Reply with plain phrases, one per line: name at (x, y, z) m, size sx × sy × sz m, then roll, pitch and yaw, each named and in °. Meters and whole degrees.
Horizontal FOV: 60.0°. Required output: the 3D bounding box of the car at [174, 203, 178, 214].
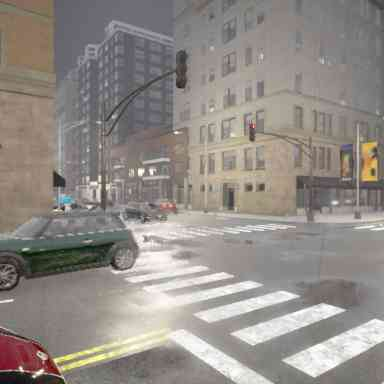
car at (-3.207, 1.428, 34.196) m, size 1.967 × 1.590 × 4.097 m, roll 0°, pitch 0°, yaw -35°

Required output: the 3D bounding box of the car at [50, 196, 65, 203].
car at (-28.333, 1.561, 69.863) m, size 1.947 × 1.339 × 4.313 m, roll 0°, pitch 0°, yaw -35°

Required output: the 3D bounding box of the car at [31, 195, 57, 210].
car at (-19.190, 1.268, 42.953) m, size 2.192 × 1.841 × 5.009 m, roll 0°, pitch 0°, yaw -35°

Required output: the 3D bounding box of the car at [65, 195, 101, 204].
car at (-12.366, 1.456, 37.675) m, size 2.128 × 1.511 × 4.902 m, roll 0°, pitch 0°, yaw -35°

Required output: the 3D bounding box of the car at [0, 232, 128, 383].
car at (-2.843, 1.352, 1.441) m, size 4.553 × 1.767 × 2.097 m, roll 0°, pitch 0°, yaw -36°

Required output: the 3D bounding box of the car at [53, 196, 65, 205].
car at (-16.051, 1.520, 38.494) m, size 1.947 × 1.339 × 4.313 m, roll 0°, pitch 0°, yaw -35°

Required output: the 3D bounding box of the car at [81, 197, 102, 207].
car at (-15.868, 1.508, 52.168) m, size 1.752 × 1.417 × 4.829 m, roll 0°, pitch 0°, yaw -35°

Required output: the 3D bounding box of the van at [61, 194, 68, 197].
van at (-25.192, 1.333, 65.405) m, size 1.690 × 1.788 × 3.998 m, roll 0°, pitch 0°, yaw -35°

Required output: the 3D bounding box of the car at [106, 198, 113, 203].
car at (-12.630, 1.564, 47.570) m, size 1.802 × 1.307 × 4.206 m, roll 0°, pitch 0°, yaw -35°

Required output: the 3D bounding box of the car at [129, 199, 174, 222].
car at (-3.645, 1.480, 25.292) m, size 1.837 × 1.490 × 4.892 m, roll 0°, pitch 0°, yaw -35°

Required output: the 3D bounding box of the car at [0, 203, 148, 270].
car at (-3.774, 1.353, 9.062) m, size 4.553 × 1.767 × 2.097 m, roll 0°, pitch 0°, yaw -40°
